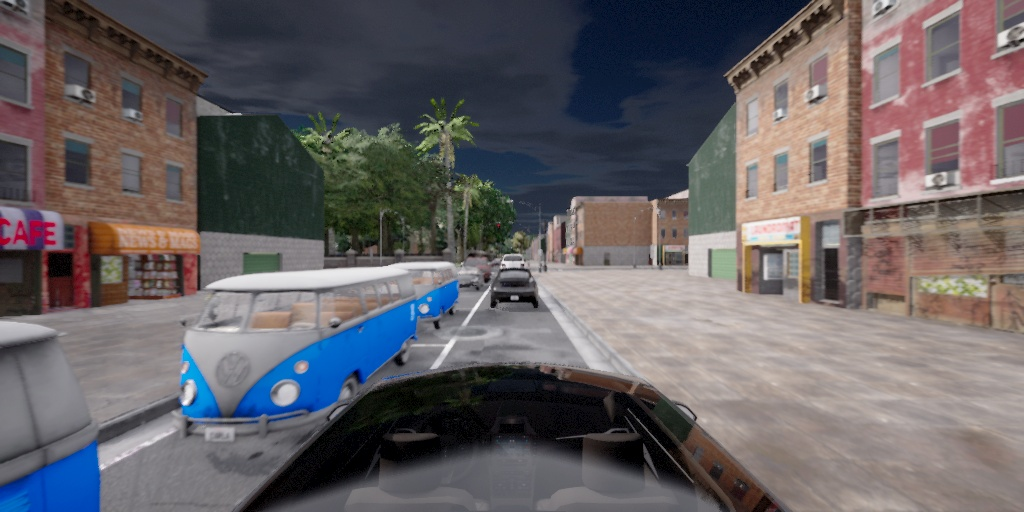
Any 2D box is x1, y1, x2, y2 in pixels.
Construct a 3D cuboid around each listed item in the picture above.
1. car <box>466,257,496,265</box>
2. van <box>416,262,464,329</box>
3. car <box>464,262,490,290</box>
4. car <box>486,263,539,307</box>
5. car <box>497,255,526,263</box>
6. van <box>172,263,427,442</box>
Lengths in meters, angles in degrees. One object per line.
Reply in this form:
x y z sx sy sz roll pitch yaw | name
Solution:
-2.639 1.015 27.193 2.192 1.841 5.009 0 0 0 | car
-2.638 1.072 10.801 1.690 1.789 3.998 0 0 0 | van
-2.639 1.259 21.730 2.007 1.370 4.403 0 0 0 | car
0.097 1.228 15.212 1.837 1.490 4.892 0 1 0 | car
0.097 0.912 31.943 2.150 2.045 5.566 0 -1 0 | car
-2.638 1.083 5.337 1.690 1.789 3.998 0 0 0 | van
